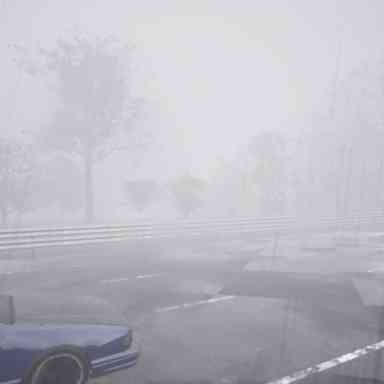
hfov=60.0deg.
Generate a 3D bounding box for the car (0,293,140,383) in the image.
[{"bbox_3d":[-3.368,1.760,3.661,5.357,1.411,2.033,0,-3,-30],"label":"car"}]
